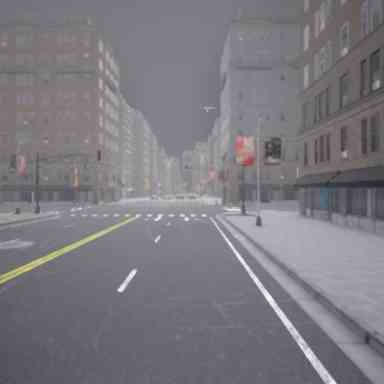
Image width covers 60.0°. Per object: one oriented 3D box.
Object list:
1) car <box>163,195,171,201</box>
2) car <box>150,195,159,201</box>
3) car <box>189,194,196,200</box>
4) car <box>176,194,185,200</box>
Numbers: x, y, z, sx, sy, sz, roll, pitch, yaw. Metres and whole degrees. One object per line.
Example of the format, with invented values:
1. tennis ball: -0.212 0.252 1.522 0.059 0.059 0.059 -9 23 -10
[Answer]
1. car: -6.495 1.443 85.970 1.812 1.442 4.674 0 0 0
2. car: -9.745 1.397 85.971 1.882 1.535 5.008 0 0 0
3. car: 0.005 1.394 90.890 1.882 1.535 5.008 0 0 0
4. car: -3.245 1.395 90.924 1.882 1.535 5.008 0 0 0
